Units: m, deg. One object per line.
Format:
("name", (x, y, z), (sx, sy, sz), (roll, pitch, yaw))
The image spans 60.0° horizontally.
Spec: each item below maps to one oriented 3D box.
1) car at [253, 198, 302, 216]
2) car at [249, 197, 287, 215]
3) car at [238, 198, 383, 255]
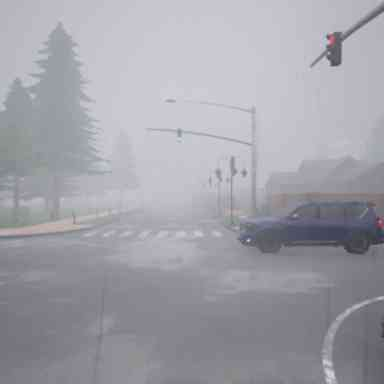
("car", (8.894, 1.513, 34.936), (4.605, 1.855, 1.932), (0, -1, -1))
("car", (8.483, 1.541, 37.446), (3.866, 1.878, 1.905), (0, -1, -1))
("car", (4.685, 1.403, 13.479), (5.566, 2.045, 2.150), (0, -1, 1))
